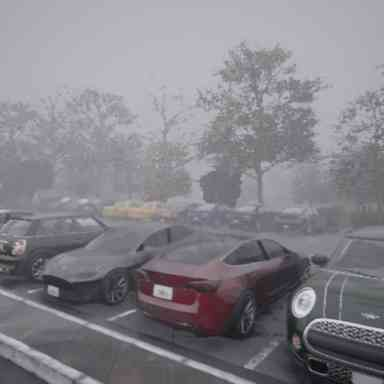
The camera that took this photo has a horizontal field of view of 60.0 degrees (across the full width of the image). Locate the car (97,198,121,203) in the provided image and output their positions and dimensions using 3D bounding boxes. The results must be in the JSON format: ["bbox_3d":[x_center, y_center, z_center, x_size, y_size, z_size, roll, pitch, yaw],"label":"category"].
[{"bbox_3d":[-4.875,1.363,27.572,1.946,1.575,5.366,2,1,36],"label":"car"}]

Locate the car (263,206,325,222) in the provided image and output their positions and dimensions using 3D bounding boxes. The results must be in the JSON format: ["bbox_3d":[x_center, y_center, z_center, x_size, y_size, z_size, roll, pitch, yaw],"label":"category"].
[{"bbox_3d":[6.297,1.541,19.218,2.231,1.521,4.892,0,0,36],"label":"car"}]

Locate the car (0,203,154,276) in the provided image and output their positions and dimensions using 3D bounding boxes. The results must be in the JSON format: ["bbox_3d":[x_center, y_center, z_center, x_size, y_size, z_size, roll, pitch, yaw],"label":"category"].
[{"bbox_3d":[-3.619,1.405,10.224,2.185,1.767,4.553,0,0,36],"label":"car"}]

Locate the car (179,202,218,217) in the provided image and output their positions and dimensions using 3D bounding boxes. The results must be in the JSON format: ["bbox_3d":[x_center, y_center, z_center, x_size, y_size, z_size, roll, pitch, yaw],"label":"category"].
[{"bbox_3d":[1.680,1.499,22.573,2.097,1.535,5.008,1,0,36],"label":"car"}]

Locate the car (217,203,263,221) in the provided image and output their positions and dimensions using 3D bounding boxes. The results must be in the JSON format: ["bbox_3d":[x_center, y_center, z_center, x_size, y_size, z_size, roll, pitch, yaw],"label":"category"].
[{"bbox_3d":[3.937,1.524,20.933,2.097,1.535,5.008,0,0,36],"label":"car"}]

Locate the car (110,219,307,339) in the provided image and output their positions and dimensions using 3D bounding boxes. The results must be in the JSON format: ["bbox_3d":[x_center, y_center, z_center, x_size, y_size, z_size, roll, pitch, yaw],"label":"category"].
[{"bbox_3d":[0.926,1.582,6.996,2.163,1.488,4.792,0,0,36],"label":"car"}]

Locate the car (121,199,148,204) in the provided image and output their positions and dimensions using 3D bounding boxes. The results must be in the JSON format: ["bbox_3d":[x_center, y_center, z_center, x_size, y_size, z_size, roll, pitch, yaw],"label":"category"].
[{"bbox_3d":[-2.614,1.419,25.929,1.946,1.575,5.366,2,1,36],"label":"car"}]

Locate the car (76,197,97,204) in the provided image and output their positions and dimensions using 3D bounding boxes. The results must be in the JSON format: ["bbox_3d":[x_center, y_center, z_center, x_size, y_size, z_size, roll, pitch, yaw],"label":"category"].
[{"bbox_3d":[-7.226,1.331,29.086,2.163,1.488,4.792,2,1,36],"label":"car"}]

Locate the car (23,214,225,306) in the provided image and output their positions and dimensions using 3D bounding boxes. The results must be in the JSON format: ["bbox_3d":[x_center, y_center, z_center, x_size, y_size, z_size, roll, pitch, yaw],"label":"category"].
[{"bbox_3d":[-1.363,1.575,8.587,2.163,1.488,4.792,0,0,36],"label":"car"}]

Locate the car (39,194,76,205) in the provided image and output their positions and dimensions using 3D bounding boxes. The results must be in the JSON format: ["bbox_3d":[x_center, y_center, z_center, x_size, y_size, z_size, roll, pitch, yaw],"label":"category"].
[{"bbox_3d":[-11.849,1.181,32.413,2.002,1.452,4.674,2,1,36],"label":"car"}]

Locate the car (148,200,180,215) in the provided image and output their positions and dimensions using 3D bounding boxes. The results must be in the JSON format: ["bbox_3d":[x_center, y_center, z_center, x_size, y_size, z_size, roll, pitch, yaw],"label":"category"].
[{"bbox_3d":[-0.592,1.496,24.195,2.163,1.488,4.792,1,1,36],"label":"car"}]

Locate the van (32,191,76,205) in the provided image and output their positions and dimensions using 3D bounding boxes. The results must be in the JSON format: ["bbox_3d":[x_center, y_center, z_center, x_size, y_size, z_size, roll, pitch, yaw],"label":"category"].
[{"bbox_3d":[-14.081,0.838,33.875,1.878,1.987,4.442,2,2,36],"label":"van"}]

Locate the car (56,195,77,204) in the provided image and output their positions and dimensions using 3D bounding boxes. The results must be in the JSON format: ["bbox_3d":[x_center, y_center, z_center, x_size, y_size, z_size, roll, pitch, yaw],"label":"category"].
[{"bbox_3d":[-9.597,1.263,30.777,2.002,1.452,4.674,2,1,36],"label":"car"}]

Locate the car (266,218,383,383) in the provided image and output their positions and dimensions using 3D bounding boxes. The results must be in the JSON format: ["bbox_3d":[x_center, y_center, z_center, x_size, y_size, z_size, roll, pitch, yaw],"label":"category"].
[{"bbox_3d":[3.182,1.425,5.359,2.185,1.767,4.553,0,0,36],"label":"car"}]
